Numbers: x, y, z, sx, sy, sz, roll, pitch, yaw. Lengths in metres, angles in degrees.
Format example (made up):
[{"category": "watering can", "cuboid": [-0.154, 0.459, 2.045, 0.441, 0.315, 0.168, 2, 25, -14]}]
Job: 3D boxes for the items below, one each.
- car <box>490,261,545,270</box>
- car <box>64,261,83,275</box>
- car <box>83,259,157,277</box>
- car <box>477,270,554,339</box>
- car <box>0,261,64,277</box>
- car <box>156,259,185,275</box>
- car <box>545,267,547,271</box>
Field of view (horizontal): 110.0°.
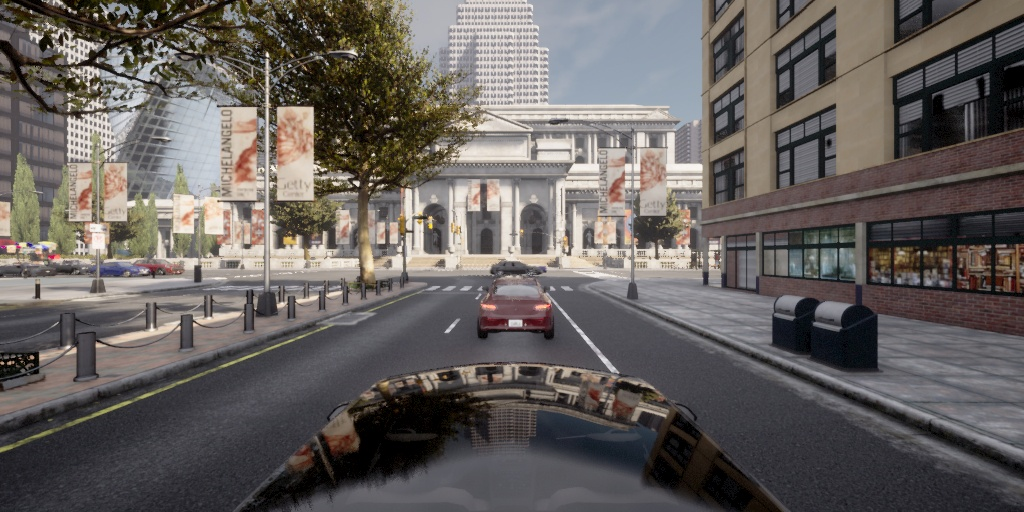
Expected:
[{"category": "car", "cuboid": [0.341, 1.254, 33.794, 4.892, 1.490, 1.837, 0, 0, 1]}, {"category": "car", "cuboid": [-46.249, 1.241, 37.743, 4.902, 1.511, 2.128, 0, 0, 0]}, {"category": "car", "cuboid": [-37.329, 1.276, 34.206, 4.674, 1.442, 1.812, 0, 0, 0]}, {"category": "car", "cuboid": [0.115, 1.276, 9.996, 1.812, 1.442, 4.674, 0, 0, 1]}, {"category": "car", "cuboid": [-46.353, 1.314, 34.236, 4.181, 1.385, 1.994, 0, 0, -1]}, {"category": "car", "cuboid": [-37.295, 1.102, 37.701, 4.553, 1.767, 2.097, 0, 0, 0]}, {"category": "car", "cuboid": [1.289, 1.350, 37.283, 4.718, 1.301, 1.895, 0, 0, 1]}]
